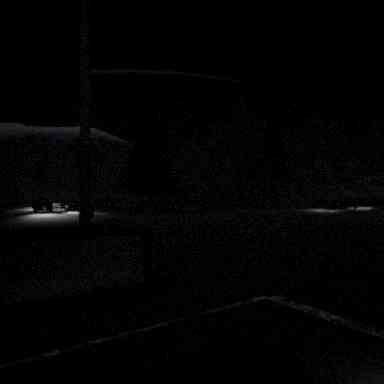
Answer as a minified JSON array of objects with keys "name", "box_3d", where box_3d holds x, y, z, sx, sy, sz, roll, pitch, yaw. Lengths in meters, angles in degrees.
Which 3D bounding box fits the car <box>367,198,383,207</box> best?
[{"name":"car","box_3d":[27.986,1.572,49.528,4.718,1.301,1.895,0,0,-35]}]

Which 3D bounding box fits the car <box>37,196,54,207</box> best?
[{"name":"car","box_3d":[-23.825,1.501,54.248,2.128,1.511,4.902,0,0,-18]}]

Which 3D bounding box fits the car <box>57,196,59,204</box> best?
[{"name":"car","box_3d":[-26.252,1.556,64.292,2.033,1.411,5.357,0,0,-11]}]

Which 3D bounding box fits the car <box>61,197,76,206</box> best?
[{"name":"car","box_3d":[-20.755,1.561,56.080,2.033,1.411,5.357,0,0,-18]}]

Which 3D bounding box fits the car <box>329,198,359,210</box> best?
[{"name":"car","box_3d":[20.062,1.483,43.964,5.008,1.535,1.882,0,0,-35]}]

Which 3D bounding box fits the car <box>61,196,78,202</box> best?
[{"name":"car","box_3d":[-27.405,1.541,74.571,2.033,1.411,5.357,0,0,-3]}]

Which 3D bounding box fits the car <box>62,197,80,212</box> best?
[{"name":"car","box_3d":[-13.692,1.574,39.209,1.994,1.385,4.181,0,0,-29]}]

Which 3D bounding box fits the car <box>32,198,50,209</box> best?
[{"name":"car","box_3d":[-20.808,1.571,46.009,1.994,1.385,4.181,0,0,-21]}]

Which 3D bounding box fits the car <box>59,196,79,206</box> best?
[{"name":"car","box_3d":[-17.473,1.537,47.079,1.812,1.442,4.674,0,0,-22]}]

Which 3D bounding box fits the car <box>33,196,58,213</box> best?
[{"name":"car","box_3d":[-16.997,1.498,37.951,2.128,1.511,4.902,0,0,-28]}]
